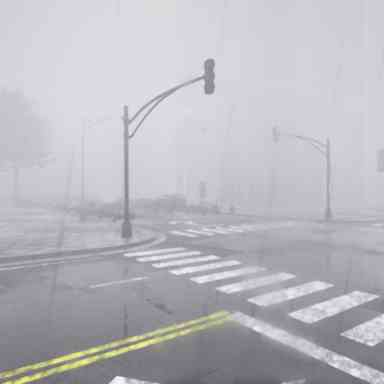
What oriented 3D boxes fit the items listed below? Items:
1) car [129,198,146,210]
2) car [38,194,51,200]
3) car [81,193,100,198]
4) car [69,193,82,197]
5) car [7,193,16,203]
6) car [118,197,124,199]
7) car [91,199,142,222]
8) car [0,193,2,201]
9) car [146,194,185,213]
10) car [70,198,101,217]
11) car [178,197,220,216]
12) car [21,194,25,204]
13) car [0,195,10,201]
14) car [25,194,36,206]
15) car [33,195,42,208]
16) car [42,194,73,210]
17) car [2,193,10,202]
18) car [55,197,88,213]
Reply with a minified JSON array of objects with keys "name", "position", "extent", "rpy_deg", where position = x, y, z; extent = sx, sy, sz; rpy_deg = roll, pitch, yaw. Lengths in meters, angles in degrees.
[{"name":"car","position":[-5.811,1.403,40.052],"extent":[1.947,1.339,4.313],"rpy_deg":[0,0,-36]},{"name":"car","position":[-35.996,1.264,81.058],"extent":[1.752,1.417,4.829],"rpy_deg":[0,0,-36]},{"name":"car","position":[-15.839,1.340,53.674],"extent":[1.887,1.381,4.507],"rpy_deg":[0,0,-36]},{"name":"car","position":[-19.183,1.099,58.215],"extent":[2.192,1.841,5.009],"rpy_deg":[0,0,-36]},{"name":"car","position":[-32.738,1.367,62.251],"extent":[1.887,1.381,4.507],"rpy_deg":[0,0,-36]},{"name":"car","position":[-9.153,1.387,44.592],"extent":[1.947,1.339,4.313],"rpy_deg":[0,0,-36]},{"name":"car","position":[-5.991,1.498,25.918],"extent":[1.947,1.339,4.313],"rpy_deg":[0,0,-36]},{"name":"car","position":[-39.424,1.370,71.335],"extent":[1.947,1.339,4.313],"rpy_deg":[0,0,-36]},{"name":"car","position":[-2.468,1.169,35.510],"extent":[2.192,1.841,5.009],"rpy_deg":[0,0,-36]},{"name":"car","position":[-9.335,1.478,30.460],"extent":[1.947,1.339,4.313],"rpy_deg":[0,0,-36]},{"name":"car","position":[0.875,1.456,30.970],"extent":[1.802,1.307,4.206],"rpy_deg":[0,0,-36]},{"name":"car","position":[-26.051,1.408,53.168],"extent":[1.947,1.339,4.313],"rpy_deg":[0,0,-36]},{"name":"car","position":[-42.766,1.379,75.876],"extent":[1.802,1.307,4.206],"rpy_deg":[0,0,-36]},{"name":"car","position":[-22.606,1.379,48.488],"extent":[1.752,1.417,4.829],"rpy_deg":[0,0,-36]},{"name":"car","position":[-19.365,1.447,44.084],"extent":[1.802,1.307,4.206],"rpy_deg":[0,0,-36]},{"name":"car","position":[-16.021,1.319,39.541],"extent":[1.967,1.590,4.097],"rpy_deg":[0,0,-36]},{"name":"car","position":[-36.082,1.128,66.792],"extent":[2.192,1.841,5.009],"rpy_deg":[0,0,-36]},{"name":"car","position":[-12.678,1.477,35.001],"extent":[1.802,1.307,4.206],"rpy_deg":[0,0,-36]}]
